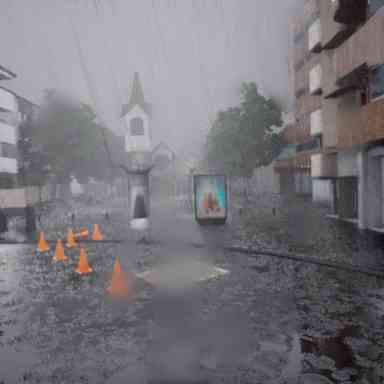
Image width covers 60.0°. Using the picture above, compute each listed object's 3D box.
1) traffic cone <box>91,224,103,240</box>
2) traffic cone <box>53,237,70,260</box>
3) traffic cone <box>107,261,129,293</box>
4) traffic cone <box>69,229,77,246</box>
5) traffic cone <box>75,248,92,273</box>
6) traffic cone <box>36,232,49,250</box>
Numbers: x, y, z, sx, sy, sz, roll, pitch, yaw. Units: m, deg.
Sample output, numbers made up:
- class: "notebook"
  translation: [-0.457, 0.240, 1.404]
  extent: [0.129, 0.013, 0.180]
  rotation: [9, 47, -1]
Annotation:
- class: "traffic cone"
  translation: [-3.722, 1.531, 12.971]
  extent: [0.340, 0.580, 0.340]
  rotation: [-3, 2, -38]
- class: "traffic cone"
  translation: [-4.052, 1.735, 10.167]
  extent: [0.340, 0.580, 0.340]
  rotation: [-3, 2, -38]
- class: "traffic cone"
  translation: [-1.577, 1.763, 7.025]
  extent: [0.340, 0.580, 0.340]
  rotation: [-3, 2, -38]
- class: "traffic cone"
  translation: [-4.503, 1.675, 12.353]
  extent: [0.340, 0.580, 0.340]
  rotation: [-3, 3, -38]
- class: "traffic cone"
  translation: [-2.814, 1.750, 8.596]
  extent: [0.340, 0.580, 0.340]
  rotation: [-3, 2, -38]
- class: "traffic cone"
  translation: [-5.289, 1.721, 11.738]
  extent: [0.340, 0.580, 0.340]
  rotation: [-3, 2, -38]
